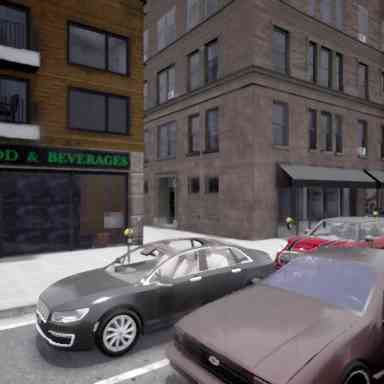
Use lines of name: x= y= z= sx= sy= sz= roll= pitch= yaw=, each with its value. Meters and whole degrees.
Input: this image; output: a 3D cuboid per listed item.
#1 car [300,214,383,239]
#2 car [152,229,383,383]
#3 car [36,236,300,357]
car: x=4.146 y=1.440 z=9.115 sx=4.097 sy=1.590 sz=1.967 roll=0 pitch=0 yaw=-35
car: x=2.319 y=1.547 z=4.710 sx=5.357 sy=1.411 sz=2.033 roll=0 pitch=0 yaw=-35
car: x=-0.358 y=1.550 z=5.924 sx=4.403 sy=1.369 sz=2.008 roll=0 pitch=0 yaw=-35
